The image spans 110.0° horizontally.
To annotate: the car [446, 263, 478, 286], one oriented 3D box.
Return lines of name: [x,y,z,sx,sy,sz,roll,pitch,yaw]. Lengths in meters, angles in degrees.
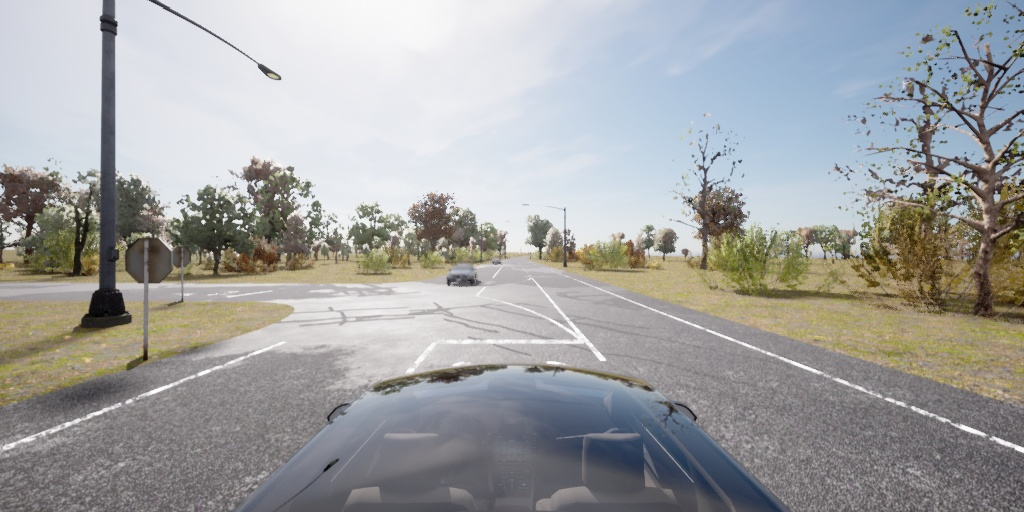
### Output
car: [-3.473,1.267,25.685,1.812,1.442,4.674,0,0,0]
